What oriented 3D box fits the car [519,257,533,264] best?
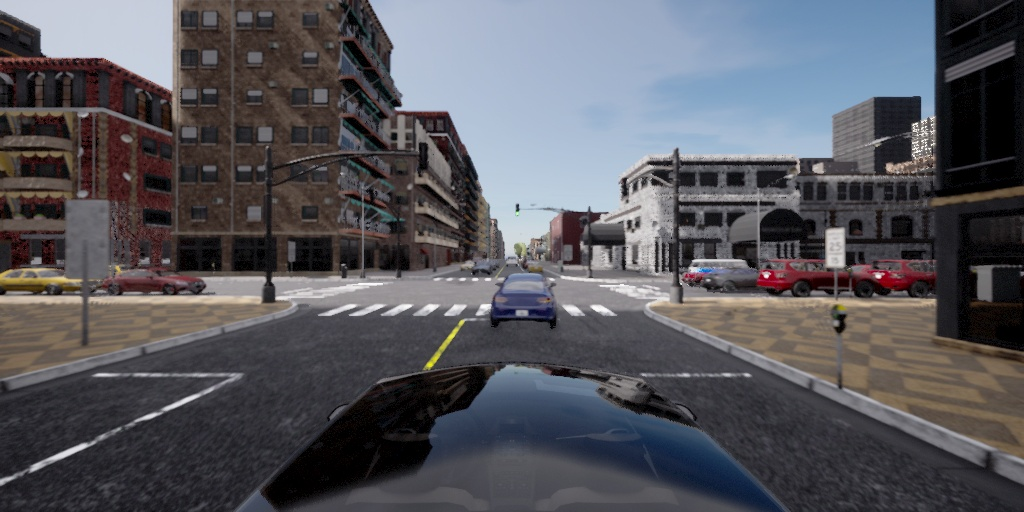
[{"bbox_3d":[2.681,1.062,58.190,2.192,1.841,5.009,0,0,0],"label":"car"}]

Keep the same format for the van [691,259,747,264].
[{"bbox_3d":[14.892,1.147,26.053,3.998,1.789,1.690,0,0,0],"label":"van"}]

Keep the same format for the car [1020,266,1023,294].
[{"bbox_3d":[25.964,1.355,17.701,4.507,1.381,1.888,0,0,0],"label":"car"}]

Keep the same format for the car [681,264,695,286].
[{"bbox_3d":[13.753,1.393,23.463,4.718,1.301,1.895,0,0,0],"label":"car"}]

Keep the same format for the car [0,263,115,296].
[{"bbox_3d":[-22.963,1.198,17.576,4.829,1.417,1.751,0,0,0],"label":"car"}]

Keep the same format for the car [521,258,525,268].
[{"bbox_3d":[2.682,1.326,52.651,1.802,1.307,4.207,0,0,0],"label":"car"}]

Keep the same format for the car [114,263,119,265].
[{"bbox_3d":[-28.988,1.222,25.941,4.829,1.417,1.751,0,0,0],"label":"car"}]

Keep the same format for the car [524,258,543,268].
[{"bbox_3d":[2.683,1.267,41.743,1.751,1.417,4.829,0,0,0],"label":"car"}]

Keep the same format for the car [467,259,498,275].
[{"bbox_3d":[-3.068,1.288,38.417,2.033,1.411,5.357,0,0,3],"label":"car"}]

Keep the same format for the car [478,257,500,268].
[{"bbox_3d":[-3.085,1.235,48.297,2.128,1.511,4.902,0,0,0],"label":"car"}]

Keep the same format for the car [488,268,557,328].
[{"bbox_3d":[0.430,1.267,11.324,1.812,1.442,4.674,0,0,4],"label":"car"}]

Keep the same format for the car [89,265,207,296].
[{"bbox_3d":[-17.470,1.265,17.590,4.207,1.307,1.802,0,0,0],"label":"car"}]

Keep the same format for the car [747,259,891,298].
[{"bbox_3d":[14.916,1.088,17.673,5.009,1.841,2.192,0,0,0],"label":"car"}]

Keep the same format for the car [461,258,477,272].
[{"bbox_3d":[-5.699,1.268,46.939,1.751,1.417,4.829,0,0,0],"label":"car"}]

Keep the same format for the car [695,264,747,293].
[{"bbox_3d":[13.061,1.341,20.216,4.181,1.385,1.994,0,0,-1],"label":"car"}]

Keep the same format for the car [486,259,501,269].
[{"bbox_3d":[-3.012,1.239,58.648,2.128,1.511,4.902,0,0,0],"label":"car"}]

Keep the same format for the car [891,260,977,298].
[{"bbox_3d":[20.440,1.106,17.687,5.009,1.841,2.192,0,0,0],"label":"car"}]
